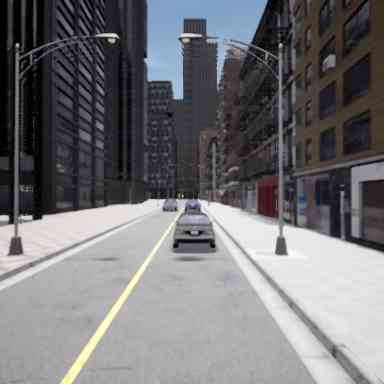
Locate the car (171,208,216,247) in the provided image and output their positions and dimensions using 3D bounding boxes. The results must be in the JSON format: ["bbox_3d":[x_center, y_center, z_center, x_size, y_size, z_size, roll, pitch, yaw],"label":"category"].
[{"bbox_3d":[0.097,1.676,15.641,2.033,1.411,5.357,0,0,0],"label":"car"}]

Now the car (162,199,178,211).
[{"bbox_3d":[-3.008,1.763,46.612,2.097,1.767,4.553,0,-1,0],"label":"car"}]

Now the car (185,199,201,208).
[{"bbox_3d":[0.093,1.739,44.897,2.097,1.767,4.553,0,-1,0],"label":"car"}]
